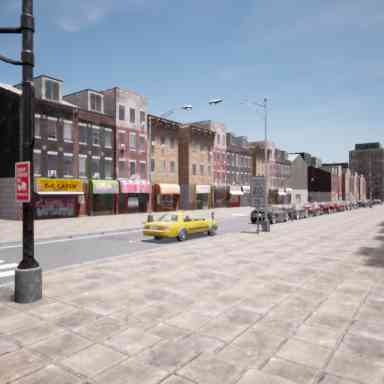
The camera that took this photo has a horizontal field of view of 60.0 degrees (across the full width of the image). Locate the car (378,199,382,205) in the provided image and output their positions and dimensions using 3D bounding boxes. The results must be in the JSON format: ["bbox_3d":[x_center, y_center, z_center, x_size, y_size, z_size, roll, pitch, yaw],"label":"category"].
[{"bbox_3d":[45.168,2.461,80.936,2.008,1.369,4.403,-2,-2,35],"label":"car"}]

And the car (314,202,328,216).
[{"bbox_3d":[12.565,1.821,35.094,1.802,1.307,4.206,-1,-1,35],"label":"car"}]

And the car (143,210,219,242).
[{"bbox_3d":[-0.379,1.598,16.895,1.752,1.417,4.829,-1,-1,35],"label":"car"}]

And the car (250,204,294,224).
[{"bbox_3d":[6.044,1.715,25.925,1.947,1.339,4.313,-1,-1,35],"label":"car"}]

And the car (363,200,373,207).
[{"bbox_3d":[32.128,2.147,62.601,2.008,1.369,4.403,-1,-1,35],"label":"car"}]

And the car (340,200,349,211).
[{"bbox_3d":[19.084,1.784,44.265,1.967,1.590,4.097,-1,-1,35],"label":"car"}]

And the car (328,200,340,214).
[{"bbox_3d":[15.825,1.834,39.678,1.887,1.381,4.507,-1,-1,35],"label":"car"}]

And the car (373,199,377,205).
[{"bbox_3d":[35.387,2.212,67.184,1.887,1.381,4.507,-1,-2,35],"label":"car"}]

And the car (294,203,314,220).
[{"bbox_3d":[9.304,1.743,30.510,2.008,1.369,4.403,-1,-1,35],"label":"car"}]

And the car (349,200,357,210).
[{"bbox_3d":[22.346,1.952,48.847,2.008,1.369,4.403,-1,-1,35],"label":"car"}]

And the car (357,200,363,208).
[{"bbox_3d":[25.606,2.014,53.432,2.008,1.369,4.403,-1,-1,35],"label":"car"}]
